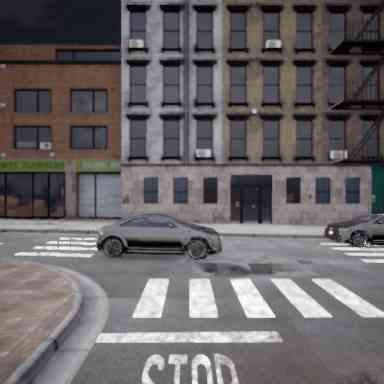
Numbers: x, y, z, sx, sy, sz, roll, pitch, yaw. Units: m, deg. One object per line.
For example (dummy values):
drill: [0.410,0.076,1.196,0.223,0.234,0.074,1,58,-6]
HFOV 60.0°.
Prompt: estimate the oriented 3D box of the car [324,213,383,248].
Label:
car: [8.014,1.622,14.388,4.181,1.385,1.994,1,0,0]

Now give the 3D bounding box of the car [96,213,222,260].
car: [-1.082,1.433,11.380,4.181,1.385,1.994,1,0,0]
